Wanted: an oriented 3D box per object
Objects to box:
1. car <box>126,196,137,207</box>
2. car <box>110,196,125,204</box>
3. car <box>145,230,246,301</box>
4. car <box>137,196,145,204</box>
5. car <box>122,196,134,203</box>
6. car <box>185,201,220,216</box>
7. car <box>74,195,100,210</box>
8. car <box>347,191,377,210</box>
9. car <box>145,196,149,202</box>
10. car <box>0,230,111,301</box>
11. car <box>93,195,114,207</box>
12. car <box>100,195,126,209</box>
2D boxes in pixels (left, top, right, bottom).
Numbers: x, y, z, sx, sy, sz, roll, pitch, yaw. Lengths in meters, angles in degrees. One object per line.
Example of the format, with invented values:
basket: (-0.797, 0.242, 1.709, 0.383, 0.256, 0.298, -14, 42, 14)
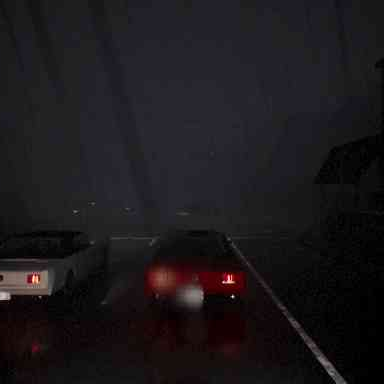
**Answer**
car: (-10.615, 1.352, 52.671, 2.097, 1.767, 4.553, 0, 0, 0)
car: (-14.080, 1.564, 63.103, 1.994, 1.385, 4.181, 0, 0, 0)
car: (0.074, 1.601, 8.280, 1.895, 1.301, 4.718, 0, 0, 0)
car: (-10.577, 1.564, 62.601, 1.994, 1.385, 4.181, 0, 0, 1)
car: (-14.034, 1.519, 73.025, 1.812, 1.442, 4.674, 0, 0, 0)
car: (0.982, 1.573, 32.812, 1.994, 1.385, 4.181, 0, 0, -31)
car: (-14.119, 1.492, 44.168, 2.128, 1.511, 4.902, 0, 0, 0)
car: (15.439, 0.700, 28.501, 4.181, 1.385, 1.994, -18, 0, -1)
car: (-10.534, 1.536, 72.994, 2.033, 1.411, 5.357, 0, 0, 0)
car: (-3.427, 1.601, 8.261, 1.895, 1.301, 4.718, 0, 0, 0)
car: (-14.111, 1.352, 53.221, 2.097, 1.767, 4.553, 0, 0, 1)
car: (-10.616, 1.526, 44.947, 1.812, 1.442, 4.674, 0, 0, 0)
